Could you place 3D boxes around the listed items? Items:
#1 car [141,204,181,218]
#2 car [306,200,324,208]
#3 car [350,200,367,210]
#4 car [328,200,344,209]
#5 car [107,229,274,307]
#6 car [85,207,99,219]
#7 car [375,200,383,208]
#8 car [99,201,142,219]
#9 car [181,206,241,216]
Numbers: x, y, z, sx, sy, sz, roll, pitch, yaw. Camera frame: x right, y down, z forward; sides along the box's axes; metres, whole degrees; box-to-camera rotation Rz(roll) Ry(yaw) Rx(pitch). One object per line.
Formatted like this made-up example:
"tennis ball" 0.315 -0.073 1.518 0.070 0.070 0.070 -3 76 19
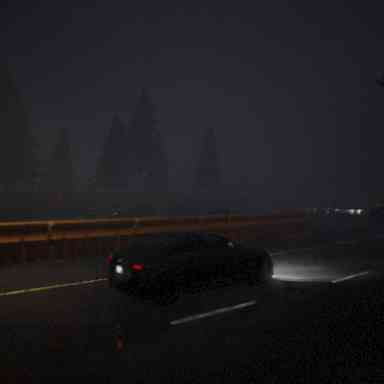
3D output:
"car" -1.273 1.718 24.991 4.181 1.385 1.994 1 -1 -39
"car" 22.063 2.149 59.581 2.033 1.411 5.357 0 0 36
"car" 27.985 2.136 55.829 2.128 1.511 4.902 0 0 36
"car" 25.009 2.142 57.719 1.812 1.442 4.674 0 0 36
"car" 0.094 1.619 8.187 4.181 1.385 1.994 1 0 -36
"car" -6.872 1.609 29.453 5.008 1.535 1.882 1 0 -39
"car" 30.934 2.131 53.936 1.882 1.535 5.008 0 0 36
"car" -4.652 1.659 26.751 4.674 1.442 1.812 1 0 -38
"car" 1.670 1.731 22.866 4.181 1.385 1.994 1 -1 -39
